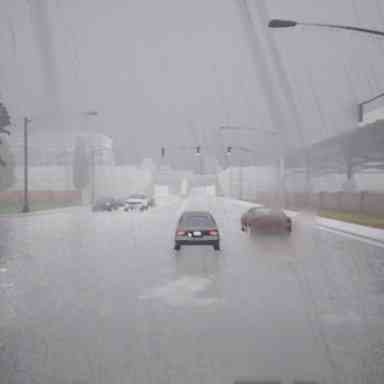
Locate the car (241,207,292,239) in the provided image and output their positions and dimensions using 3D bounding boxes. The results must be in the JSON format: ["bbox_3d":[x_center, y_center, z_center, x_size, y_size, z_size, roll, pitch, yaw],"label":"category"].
[{"bbox_3d":[3.730,1.495,17.378,1.882,1.535,5.008,0,0,0],"label":"car"}]

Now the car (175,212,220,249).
[{"bbox_3d":[0.212,1.573,14.713,2.033,1.411,5.357,0,0,0],"label":"car"}]

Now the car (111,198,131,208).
[{"bbox_3d":[-10.188,1.560,48.089,1.994,1.385,4.181,0,0,1],"label":"car"}]

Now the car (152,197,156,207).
[{"bbox_3d":[-6.669,1.460,50.241,1.882,1.535,5.008,0,0,1],"label":"car"}]

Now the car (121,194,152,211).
[{"bbox_3d":[-6.740,1.223,40.706,2.150,2.045,5.566,0,0,1],"label":"car"}]

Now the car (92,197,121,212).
[{"bbox_3d":[-10.254,1.366,39.452,2.097,1.767,4.553,0,0,1],"label":"car"}]
